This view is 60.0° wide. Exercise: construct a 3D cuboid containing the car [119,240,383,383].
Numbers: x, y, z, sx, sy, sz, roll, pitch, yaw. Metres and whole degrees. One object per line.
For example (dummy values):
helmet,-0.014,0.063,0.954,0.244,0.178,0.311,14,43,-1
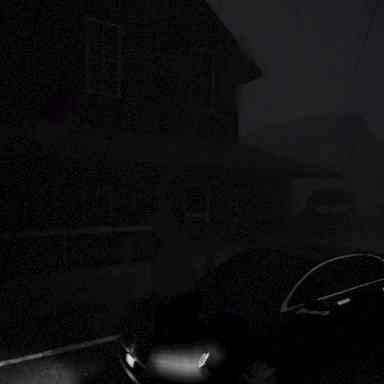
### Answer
car,1.416,1.530,4.779,4.892,1.490,1.837,0,0,-32
